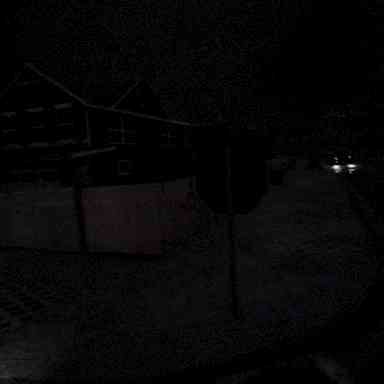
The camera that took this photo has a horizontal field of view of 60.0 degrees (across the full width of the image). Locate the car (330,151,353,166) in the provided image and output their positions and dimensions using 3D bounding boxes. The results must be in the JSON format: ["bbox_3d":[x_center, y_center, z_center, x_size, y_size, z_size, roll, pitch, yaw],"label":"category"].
[{"bbox_3d":[18.205,-4.249,40.705,2.097,1.767,4.553,-2,6,16],"label":"car"}]
